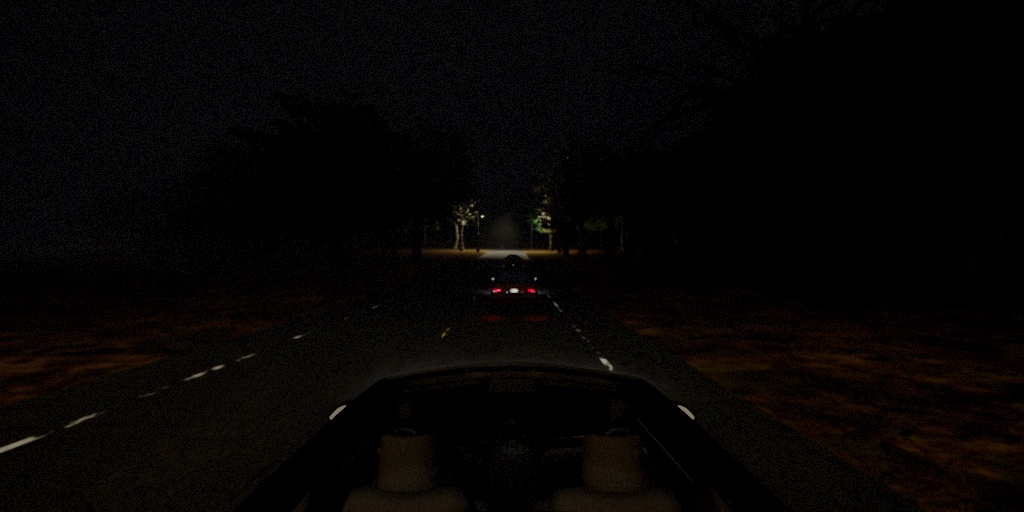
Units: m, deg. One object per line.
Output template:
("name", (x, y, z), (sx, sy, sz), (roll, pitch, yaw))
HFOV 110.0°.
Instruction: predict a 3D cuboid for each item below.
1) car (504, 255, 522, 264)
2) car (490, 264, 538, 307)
("car", (0.134, 0.630, 41.485), (1.837, 1.490, 4.892), (0, 2, 0))
("car", (0.089, 1.240, 15.016), (2.033, 1.411, 5.357), (0, 1, 0))
